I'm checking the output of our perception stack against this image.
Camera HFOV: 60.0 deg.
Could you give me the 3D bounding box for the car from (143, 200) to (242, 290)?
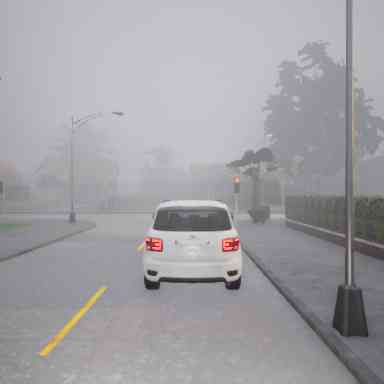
[{"bbox_3d":[0.026,1.221,9.227,2.150,2.045,5.566,0,0,0],"label":"car"}]
